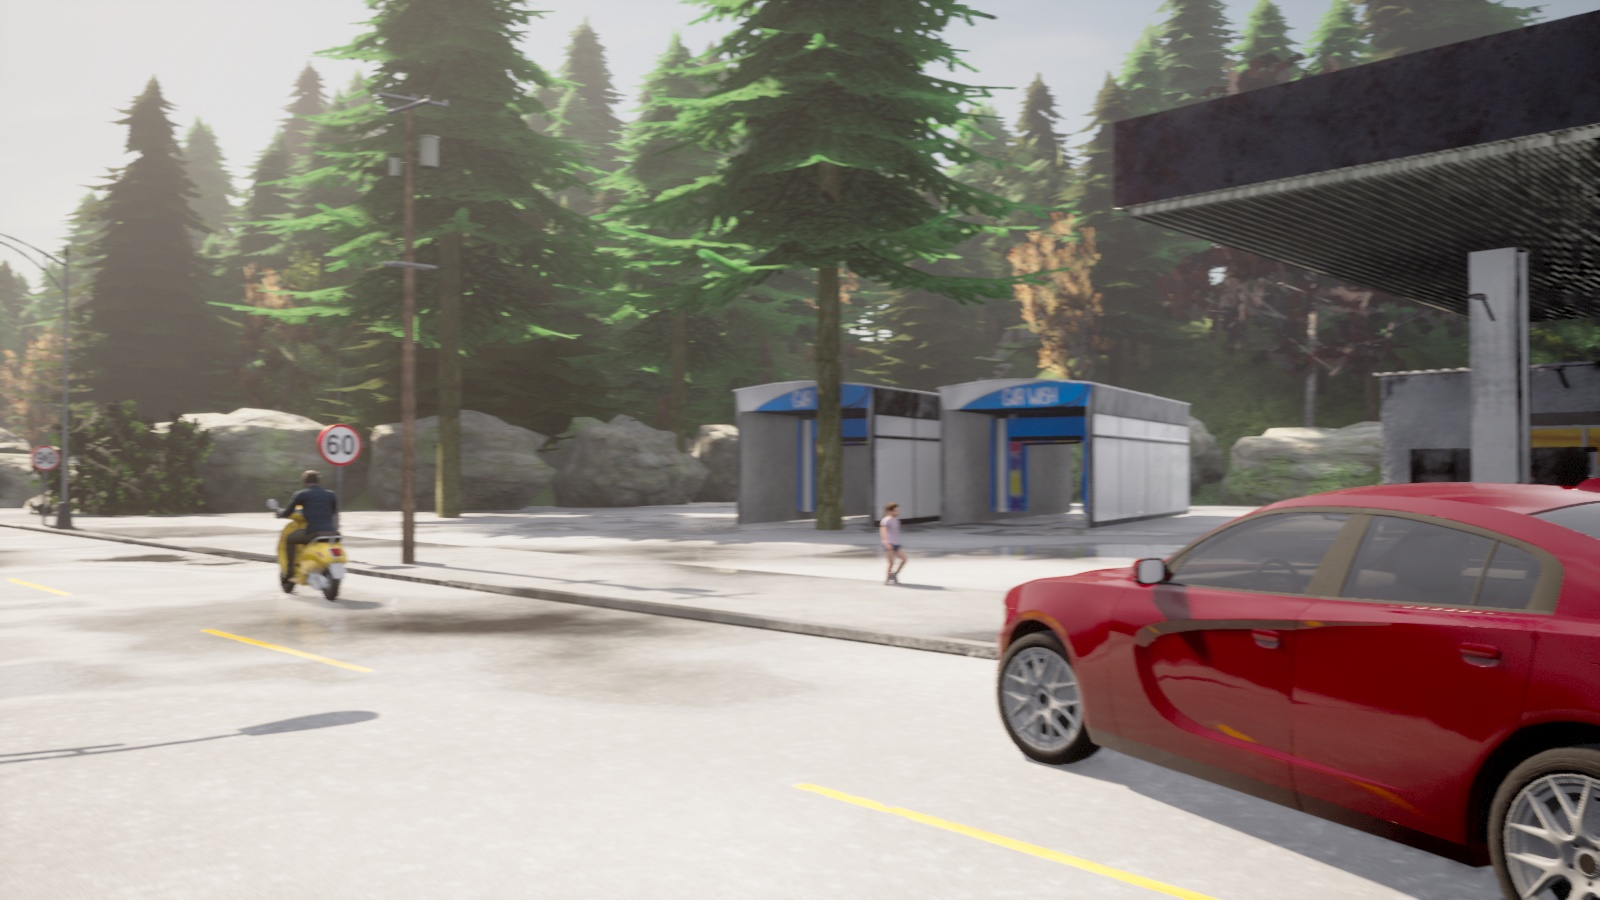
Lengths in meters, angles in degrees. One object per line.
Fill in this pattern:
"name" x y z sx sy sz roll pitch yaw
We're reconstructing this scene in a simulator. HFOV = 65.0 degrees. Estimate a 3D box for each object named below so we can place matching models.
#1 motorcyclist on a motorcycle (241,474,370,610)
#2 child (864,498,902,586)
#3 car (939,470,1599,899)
"motorcyclist on a motorcycle" -6.179 1.098 15.635 0.866 1.590 1.817 0 -1 -44
"child" 1.066 1.170 16.094 0.394 1.110 0.255 -1 -1 39
"car" 2.686 0.863 5.631 1.882 1.535 5.008 0 -1 -23
